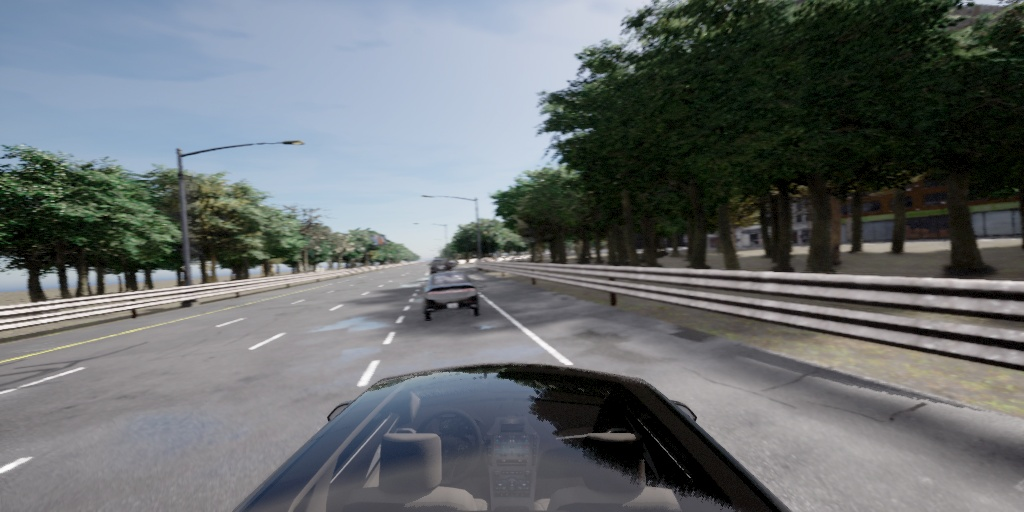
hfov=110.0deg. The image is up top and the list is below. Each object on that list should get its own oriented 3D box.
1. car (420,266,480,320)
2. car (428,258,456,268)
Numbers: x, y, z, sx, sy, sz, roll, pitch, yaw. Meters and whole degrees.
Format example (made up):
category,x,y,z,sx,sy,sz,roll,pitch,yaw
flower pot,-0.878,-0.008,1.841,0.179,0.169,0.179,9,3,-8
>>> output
category,x,y,z,sx,sy,sz,roll,pitch,yaw
car,-2.349,1.344,13.465,2.128,1.511,4.902,-4,0,-12
car,-7.365,1.304,36.968,2.150,2.045,5.566,-4,0,-12
